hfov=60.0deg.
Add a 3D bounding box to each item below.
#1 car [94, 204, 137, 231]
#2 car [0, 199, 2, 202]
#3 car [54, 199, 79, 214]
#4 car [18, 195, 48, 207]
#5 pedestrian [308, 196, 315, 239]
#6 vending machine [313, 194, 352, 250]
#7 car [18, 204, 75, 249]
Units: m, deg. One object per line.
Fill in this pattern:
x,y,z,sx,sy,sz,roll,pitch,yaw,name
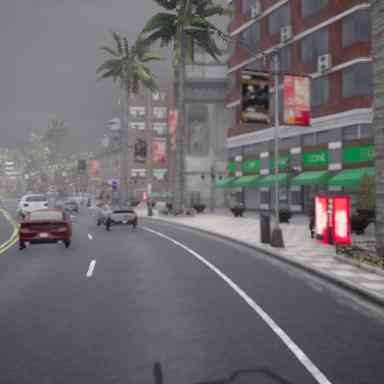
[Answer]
-4.915,1.494,21.062,2.128,1.511,4.902,0,0,-27,car
-20.103,1.301,32.659,2.150,2.045,5.566,0,-1,-31,car
-13.269,1.523,34.989,2.128,1.511,4.902,0,0,-31,car
-14.576,1.266,30.530,2.150,2.045,5.566,0,0,-31,car
5.245,1.094,14.176,0.375,1.860,0.375,0,0,-15,pedestrian
5.597,1.147,13.281,1.100,2.100,0.880,0,0,-14,vending machine
-6.413,1.496,14.906,1.882,1.535,5.008,0,0,-19,car
